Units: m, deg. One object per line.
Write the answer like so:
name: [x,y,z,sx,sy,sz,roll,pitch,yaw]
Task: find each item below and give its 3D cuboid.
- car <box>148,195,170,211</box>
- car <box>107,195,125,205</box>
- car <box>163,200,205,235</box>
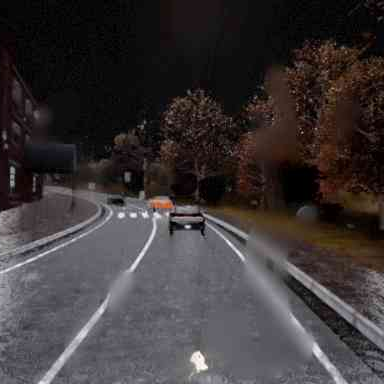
car: [-3.549,1.123,36.440,2.097,1.767,4.553,1,1,-15]
car: [-10.329,1.089,45.318,1.895,1.301,4.718,1,1,-22]
car: [-0.385,1.447,18.492,2.128,1.511,4.902,0,0,-4]
